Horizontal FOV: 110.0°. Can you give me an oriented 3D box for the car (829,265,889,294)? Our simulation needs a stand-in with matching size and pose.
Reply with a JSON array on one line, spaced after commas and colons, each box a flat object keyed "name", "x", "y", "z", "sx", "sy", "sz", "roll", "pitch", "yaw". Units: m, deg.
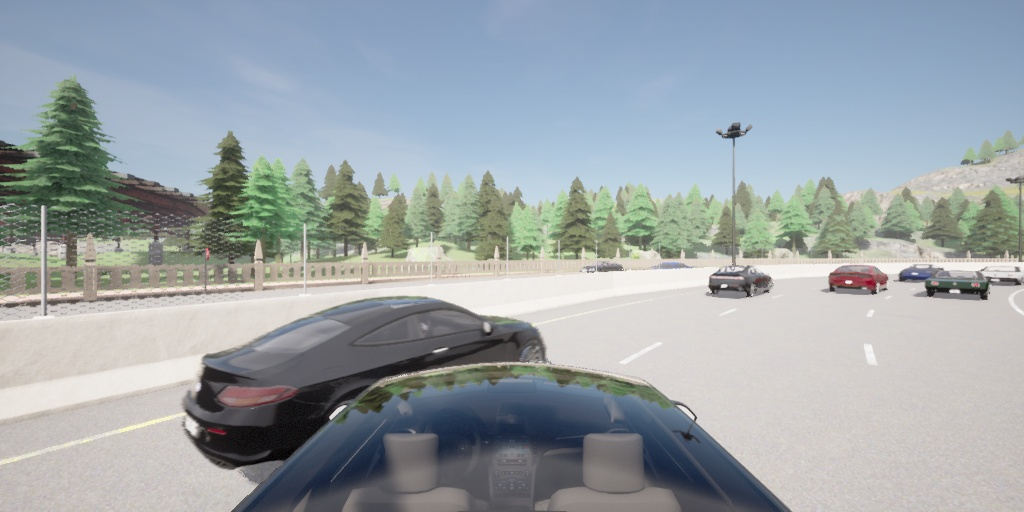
[{"name": "car", "x": 19.607, "y": 1.226, "z": 20.234, "sx": 5.008, "sy": 1.535, "sz": 1.882, "roll": 0, "pitch": 0, "yaw": -37}]

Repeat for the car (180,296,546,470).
[{"name": "car", "x": -1.351, "y": 1.275, "z": 4.904, "sx": 1.812, "sy": 1.442, "sz": 4.674, "roll": 0, "pitch": 0, "yaw": 38}]

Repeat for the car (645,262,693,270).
[{"name": "car", "x": 12.280, "y": 1.225, "z": 28.123, "sx": 5.008, "sy": 1.535, "sz": 1.882, "roll": 0, "pitch": 0, "yaw": -37}]

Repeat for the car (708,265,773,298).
[{"name": "car", "x": 11.979, "y": 1.239, "z": 18.707, "sx": 4.902, "sy": 1.511, "sz": 2.128, "roll": 0, "pitch": 0, "yaw": -41}]

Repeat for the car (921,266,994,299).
[{"name": "car", "x": 22.325, "y": 1.349, "z": 17.915, "sx": 4.718, "sy": 1.301, "sz": 1.895, "roll": 0, "pitch": 0, "yaw": -36}]

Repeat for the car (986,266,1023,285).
[{"name": "car", "x": 34.923, "y": 1.349, "z": 25.389, "sx": 4.718, "sy": 1.301, "sz": 1.895, "roll": 0, "pitch": 0, "yaw": -26}]

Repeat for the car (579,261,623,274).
[{"name": "car", "x": 8.482, "y": 1.239, "z": 34.006, "sx": 4.902, "sy": 1.511, "sz": 2.128, "roll": 0, "pitch": 0, "yaw": -36}]

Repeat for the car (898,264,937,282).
[{"name": "car", "x": 32.121, "y": 1.311, "z": 27.890, "sx": 4.181, "sy": 1.385, "sz": 1.994, "roll": 0, "pitch": 0, "yaw": -27}]
